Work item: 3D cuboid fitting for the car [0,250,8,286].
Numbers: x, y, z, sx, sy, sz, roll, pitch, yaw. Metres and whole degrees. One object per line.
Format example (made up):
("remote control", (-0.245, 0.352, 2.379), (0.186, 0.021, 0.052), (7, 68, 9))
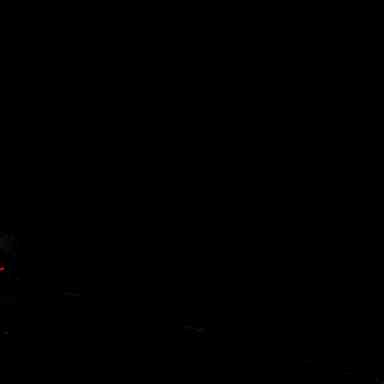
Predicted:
("car", (-6.325, 1.624, 8.197), (4.674, 1.442, 1.812), (-1, 0, 35))
